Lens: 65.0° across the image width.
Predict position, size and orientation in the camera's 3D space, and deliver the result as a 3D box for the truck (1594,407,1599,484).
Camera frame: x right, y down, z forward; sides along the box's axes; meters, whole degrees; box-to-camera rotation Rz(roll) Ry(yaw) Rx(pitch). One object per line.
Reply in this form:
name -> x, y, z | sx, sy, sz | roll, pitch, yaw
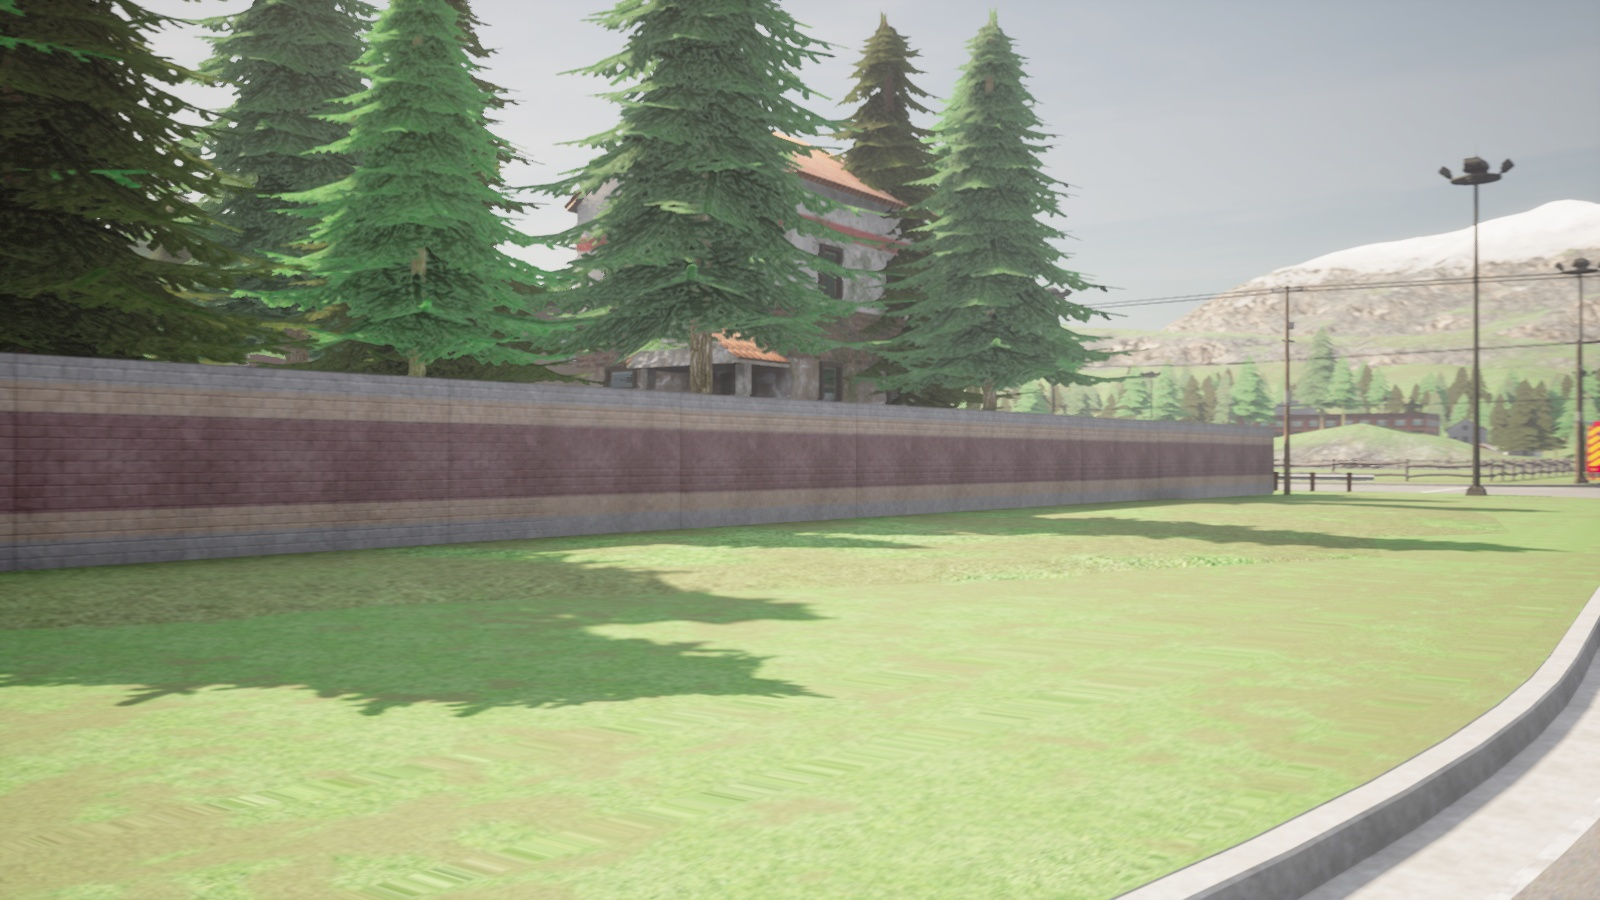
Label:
truck -> 44.145, -0.219, 62.883 | 8.468, 3.827, 2.891 | 0, 0, -20
